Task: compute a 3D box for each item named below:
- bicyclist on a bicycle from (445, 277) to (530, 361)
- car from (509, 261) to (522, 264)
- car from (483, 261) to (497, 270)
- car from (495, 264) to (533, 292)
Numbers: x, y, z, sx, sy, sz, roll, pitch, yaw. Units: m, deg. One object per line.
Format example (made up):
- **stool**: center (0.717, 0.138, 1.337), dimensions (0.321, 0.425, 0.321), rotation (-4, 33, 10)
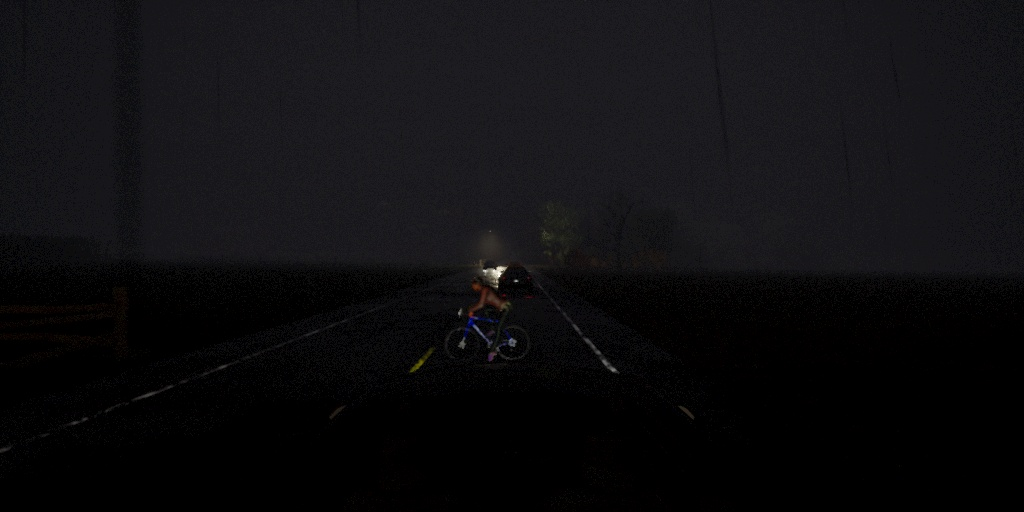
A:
- **bicyclist on a bicycle**: center (-0.485, 1.216, 6.840), dimensions (1.656, 1.620, 0.582), rotation (-2, 0, 0)
- **car**: center (0.372, 1.313, 42.534), dimensions (1.882, 1.535, 5.008), rotation (0, 0, 0)
- **car**: center (-3.236, 1.407, 53.880), dimensions (2.033, 1.411, 5.357), rotation (0, 0, 1)
- **car**: center (0.230, 1.355, 21.710), dimensions (1.994, 1.385, 4.181), rotation (0, 0, 0)
